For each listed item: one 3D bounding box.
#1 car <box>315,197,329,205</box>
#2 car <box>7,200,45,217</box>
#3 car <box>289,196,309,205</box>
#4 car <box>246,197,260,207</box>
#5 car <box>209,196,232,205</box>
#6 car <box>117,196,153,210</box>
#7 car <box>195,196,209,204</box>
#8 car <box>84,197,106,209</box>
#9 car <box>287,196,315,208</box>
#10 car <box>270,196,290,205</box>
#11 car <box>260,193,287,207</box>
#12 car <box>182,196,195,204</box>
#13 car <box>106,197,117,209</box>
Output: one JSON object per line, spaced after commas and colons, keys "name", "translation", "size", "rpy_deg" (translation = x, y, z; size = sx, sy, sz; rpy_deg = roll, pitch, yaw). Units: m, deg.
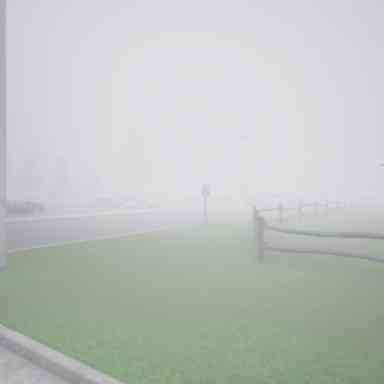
{"name": "car", "translation": [21.872, 1.557, 56.997], "size": [2.033, 1.411, 5.357], "rpy_deg": [0, 0, 36]}
{"name": "car", "translation": [-15.730, 1.508, 29.838], "size": [2.128, 1.511, 4.902], "rpy_deg": [0, 0, 35]}
{"name": "car", "translation": [19.053, 1.489, 59.071], "size": [1.882, 1.535, 5.008], "rpy_deg": [0, 0, 36]}
{"name": "car", "translation": [10.275, 1.505, 52.826], "size": [2.128, 1.511, 4.902], "rpy_deg": [0, 0, 36]}
{"name": "car", "translation": [5.554, 1.526, 60.108], "size": [1.837, 1.490, 4.892], "rpy_deg": [0, 0, 36]}
{"name": "car", "translation": [-6.878, 1.542, 42.551], "size": [1.812, 1.442, 4.674], "rpy_deg": [0, 0, 35]}
{"name": "car", "translation": [3.158, 1.620, 62.760], "size": [1.895, 1.301, 4.718], "rpy_deg": [0, 0, 36]}
{"name": "car", "translation": [-12.721, 1.525, 46.408], "size": [1.837, 1.490, 4.892], "rpy_deg": [0, 0, 35]}
{"name": "car", "translation": [16.074, 1.574, 48.898], "size": [1.994, 1.385, 4.181], "rpy_deg": [0, 0, 36]}
{"name": "car", "translation": [16.233, 1.491, 61.144], "size": [1.882, 1.535, 5.008], "rpy_deg": [0, 0, 36]}
{"name": "car", "translation": [12.951, 1.233, 50.548], "size": [2.150, 2.045, 5.566], "rpy_deg": [0, 0, 38]}
{"name": "car", "translation": [-0.033, 1.499, 64.326], "size": [1.882, 1.535, 5.008], "rpy_deg": [0, 0, 36]}
{"name": "car", "translation": [-8.987, 1.369, 45.643], "size": [2.097, 1.767, 4.553], "rpy_deg": [0, 0, 35]}
